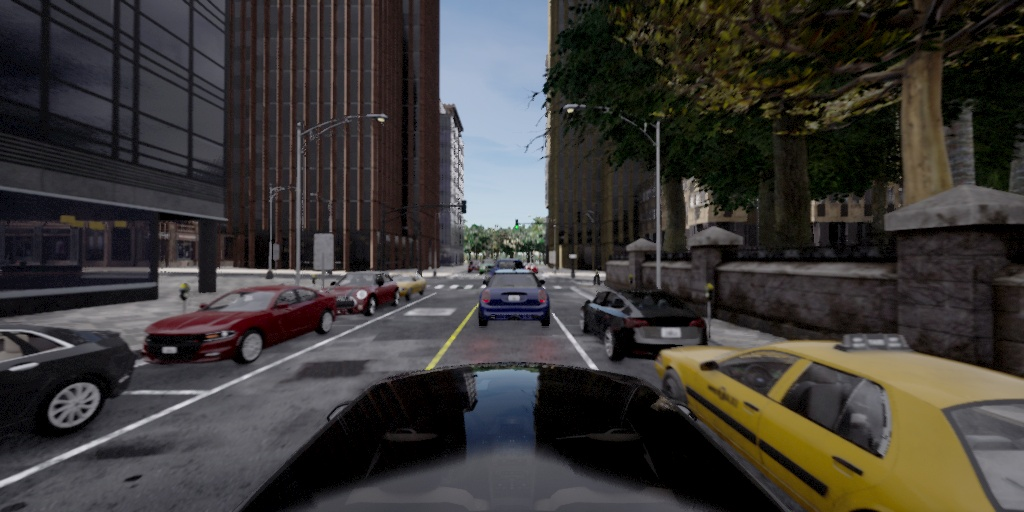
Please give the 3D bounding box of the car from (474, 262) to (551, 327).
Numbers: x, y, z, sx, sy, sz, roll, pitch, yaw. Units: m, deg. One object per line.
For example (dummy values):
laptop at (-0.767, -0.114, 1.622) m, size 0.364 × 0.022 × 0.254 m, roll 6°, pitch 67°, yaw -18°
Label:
car at (0.067, 1.215, 12.113) m, size 2.097 × 1.767 × 4.553 m, roll 0°, pitch -1°, yaw 0°

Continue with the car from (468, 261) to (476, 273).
car at (-5.807, 1.672, 56.597) m, size 2.192 × 1.841 × 5.009 m, roll 0°, pitch 0°, yaw 0°

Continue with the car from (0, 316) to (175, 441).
car at (-5.763, 1.313, 2.822) m, size 2.007 × 1.370 × 4.403 m, roll 0°, pitch 0°, yaw 0°

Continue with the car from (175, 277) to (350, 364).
car at (-5.768, 1.366, 8.278) m, size 1.888 × 1.381 × 4.507 m, roll 0°, pitch 0°, yaw 0°

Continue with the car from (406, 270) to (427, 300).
car at (-5.776, 1.466, 19.022) m, size 1.751 × 1.417 × 4.829 m, roll 0°, pitch 0°, yaw 0°

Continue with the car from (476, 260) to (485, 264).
car at (-3.139, 1.483, 48.081) m, size 2.150 × 2.045 × 5.566 m, roll 0°, pitch -1°, yaw 0°

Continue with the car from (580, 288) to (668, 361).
car at (2.758, 1.387, 8.287) m, size 1.948 × 1.339 × 4.313 m, roll 0°, pitch 0°, yaw 0°

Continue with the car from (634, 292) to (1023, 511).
car at (2.762, 1.288, 3.001) m, size 1.751 × 1.417 × 4.829 m, roll 0°, pitch 0°, yaw 0°

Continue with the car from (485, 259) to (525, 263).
car at (-0.417, 1.224, 24.273) m, size 2.150 × 2.045 × 5.566 m, roll 1°, pitch -1°, yaw -7°

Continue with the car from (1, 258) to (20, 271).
car at (-50.011, 0.714, 33.772) m, size 5.357 × 1.411 × 2.033 m, roll 1°, pitch -1°, yaw 0°

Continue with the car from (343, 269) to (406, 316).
car at (-5.772, 1.321, 13.735) m, size 1.967 × 1.591 × 4.097 m, roll 0°, pitch 0°, yaw 0°
